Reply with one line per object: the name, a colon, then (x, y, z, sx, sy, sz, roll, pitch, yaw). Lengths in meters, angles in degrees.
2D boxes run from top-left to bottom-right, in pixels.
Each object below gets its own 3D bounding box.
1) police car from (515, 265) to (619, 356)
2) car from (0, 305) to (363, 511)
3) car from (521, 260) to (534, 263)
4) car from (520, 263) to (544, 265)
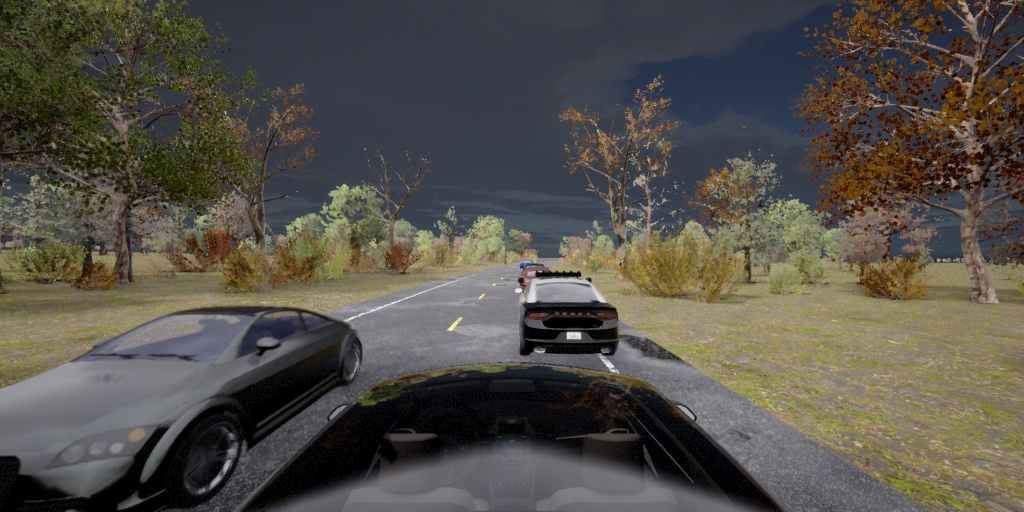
police car: (1.107, 1.177, 8.790, 1.930, 1.638, 5.238, 0, 0, 1)
car: (-3.446, 1.314, 4.206, 1.994, 1.385, 4.181, 0, 0, 0)
car: (1.533, 1.266, 24.603, 1.837, 1.490, 4.892, 0, 0, 2)
car: (1.325, 1.281, 18.633, 1.812, 1.442, 4.674, 0, 0, 2)
